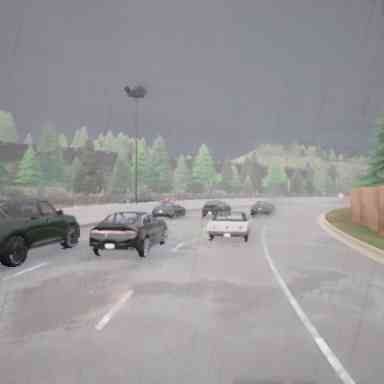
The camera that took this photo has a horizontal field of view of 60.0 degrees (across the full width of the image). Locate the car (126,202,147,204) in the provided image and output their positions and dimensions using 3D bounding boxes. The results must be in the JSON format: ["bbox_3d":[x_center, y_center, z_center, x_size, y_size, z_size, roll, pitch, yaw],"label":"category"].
[{"bbox_3d":[-7.341,1.204,44.242,2.150,2.045,5.566,0,0,26],"label":"car"}]

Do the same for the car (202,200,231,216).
[{"bbox_3d":[2.326,1.525,30.565,1.837,1.490,4.892,0,0,20],"label":"car"}]

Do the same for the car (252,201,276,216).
[{"bbox_3d":[7.221,1.607,33.417,1.994,1.385,4.181,0,0,22],"label":"car"}]

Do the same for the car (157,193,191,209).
[{"bbox_3d":[-2.421,1.229,46.212,2.150,2.045,5.566,0,0,28],"label":"car"}]

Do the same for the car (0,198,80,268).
[{"bbox_3d":[-5.991,1.199,11.483,2.150,2.045,5.566,0,0,8],"label":"car"}]

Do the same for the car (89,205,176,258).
[{"bbox_3d":[-2.234,1.486,12.821,2.128,1.511,4.902,0,0,8],"label":"car"}]

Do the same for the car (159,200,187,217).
[{"bbox_3d":[-1.932,1.565,28.924,1.994,1.385,4.181,0,0,18],"label":"car"}]

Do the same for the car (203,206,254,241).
[{"bbox_3d":[2.006,1.615,16.901,1.895,1.301,4.718,0,0,11],"label":"car"}]
